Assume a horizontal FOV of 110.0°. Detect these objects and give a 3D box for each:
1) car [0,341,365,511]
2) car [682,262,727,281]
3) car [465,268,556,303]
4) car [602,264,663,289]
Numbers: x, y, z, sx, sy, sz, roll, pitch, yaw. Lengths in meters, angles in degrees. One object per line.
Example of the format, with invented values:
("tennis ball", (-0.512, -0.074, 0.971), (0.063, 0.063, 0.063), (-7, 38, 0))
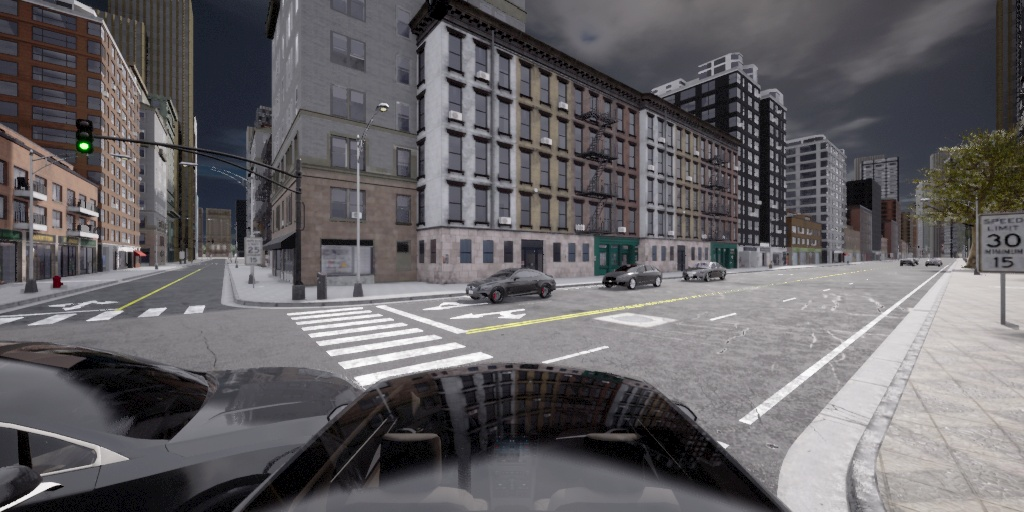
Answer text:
("car", (-3.212, 1.257, 1.856), (4.892, 1.490, 1.837), (0, 0, -34))
("car", (15.834, 1.237, 29.413), (4.902, 1.511, 2.128), (0, 0, -38))
("car", (0.059, 1.287, 16.809), (4.674, 1.442, 1.812), (0, 0, -39))
("car", (7.787, 1.259, 22.989), (4.892, 1.490, 1.837), (0, 0, -39))
